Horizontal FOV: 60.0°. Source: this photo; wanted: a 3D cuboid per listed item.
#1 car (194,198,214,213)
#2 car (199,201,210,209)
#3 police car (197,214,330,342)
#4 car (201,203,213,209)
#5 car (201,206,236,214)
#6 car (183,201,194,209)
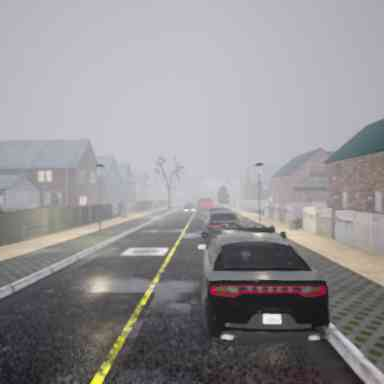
[{"bbox_3d":[1.791,1.803,45.174,2.150,2.045,5.566,-1,-1,3],"label":"car"},{"bbox_3d":[2.480,2.420,64.378,2.033,1.411,5.357,-1,-1,2],"label":"car"},{"bbox_3d":[1.150,1.499,6.965,1.930,1.638,5.238,0,-1,2],"label":"police car"},{"bbox_3d":[1.746,1.777,22.844,1.837,1.490,4.892,-1,-1,2],"label":"car"},{"bbox_3d":[1.522,1.700,16.847,1.837,1.490,4.892,0,-1,2],"label":"car"},{"bbox_3d":[-0.474,2.374,58.990,1.994,1.385,4.181,-1,-1,2],"label":"car"}]
